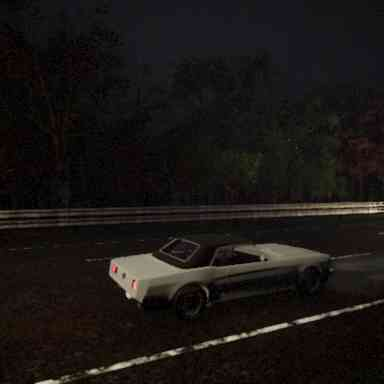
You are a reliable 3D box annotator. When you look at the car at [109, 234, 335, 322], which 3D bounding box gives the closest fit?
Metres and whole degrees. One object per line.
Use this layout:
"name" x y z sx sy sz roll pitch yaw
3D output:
"car" 0.783 1.592 7.155 4.718 1.301 1.895 0 0 -28
